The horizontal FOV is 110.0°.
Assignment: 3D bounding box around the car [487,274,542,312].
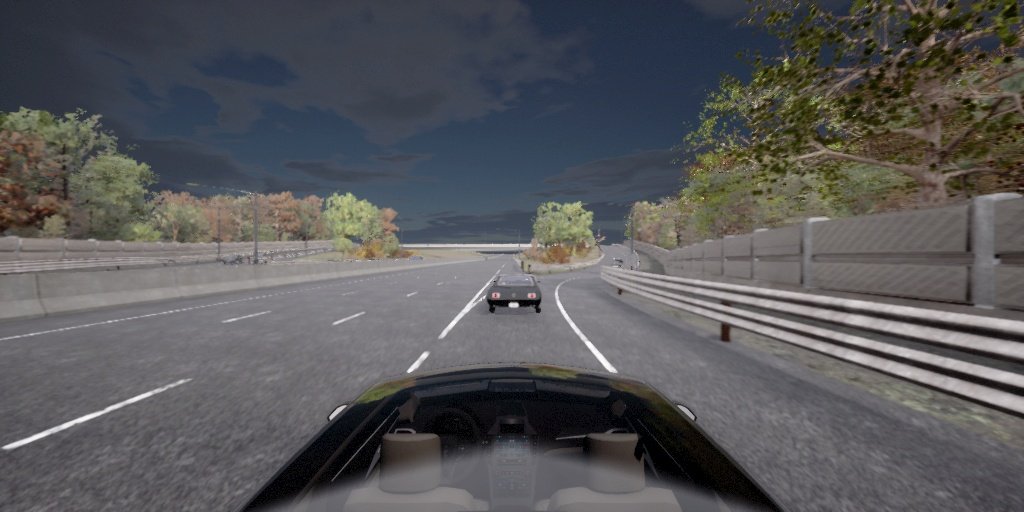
[{"bbox_3d":[0.210,1.359,14.256,1.895,1.301,4.718,0,0,4],"label":"car"}]
